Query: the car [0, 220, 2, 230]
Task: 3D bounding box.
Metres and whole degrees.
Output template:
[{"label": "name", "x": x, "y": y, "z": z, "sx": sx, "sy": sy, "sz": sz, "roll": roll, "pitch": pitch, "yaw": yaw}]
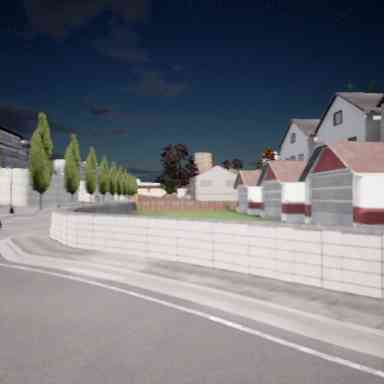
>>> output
[{"label": "car", "x": -13.256, "y": 1.822, "z": 20.080, "sx": 1.812, "sy": 1.442, "sz": 4.674, "roll": 0, "pitch": -1, "yaw": -8}]
